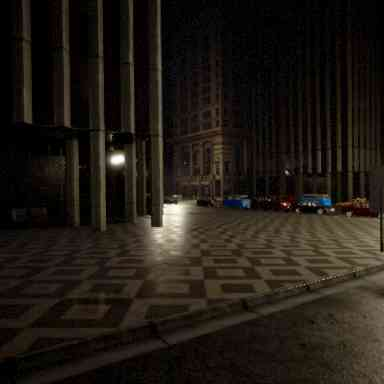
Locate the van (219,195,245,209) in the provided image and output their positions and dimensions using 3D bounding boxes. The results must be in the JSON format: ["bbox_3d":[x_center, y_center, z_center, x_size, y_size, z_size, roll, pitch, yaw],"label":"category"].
[{"bbox_3d":[5.669,1.294,42.348,1.690,1.788,3.998,-1,1,-36],"label":"van"}]

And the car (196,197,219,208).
[{"bbox_3d":[2.441,1.371,46.832,1.967,1.590,4.097,-1,1,-36],"label":"car"}]

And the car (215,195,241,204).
[{"bbox_3d":[6.048,1.296,56.429,1.752,1.417,4.829,-1,1,-36],"label":"car"}]

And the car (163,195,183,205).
[{"bbox_3d":[-4.017,1.438,55.800,2.008,1.369,4.403,-1,1,-36],"label":"car"}]

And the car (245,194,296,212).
[{"bbox_3d":[8.899,1.290,37.864,2.192,1.841,5.009,-1,1,-36],"label":"car"}]

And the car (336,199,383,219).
[{"bbox_3d":[15.359,1.566,28.899,1.887,1.381,4.507,-1,1,-36],"label":"car"}]

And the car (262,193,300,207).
[{"bbox_3d":[12.600,1.130,47.321,2.192,1.841,5.009,-1,1,-36],"label":"car"}]

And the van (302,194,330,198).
[{"bbox_3d":[15.828,1.178,42.836,1.690,1.788,3.998,-1,1,-36],"label":"van"}]

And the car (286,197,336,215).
[{"bbox_3d":[12.129,1.549,33.383,2.008,1.369,4.403,-1,1,-36],"label":"car"}]

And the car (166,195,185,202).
[{"bbox_3d":[-3.534,1.256,69.745,2.008,1.369,4.403,-1,1,-36],"label":"car"}]
